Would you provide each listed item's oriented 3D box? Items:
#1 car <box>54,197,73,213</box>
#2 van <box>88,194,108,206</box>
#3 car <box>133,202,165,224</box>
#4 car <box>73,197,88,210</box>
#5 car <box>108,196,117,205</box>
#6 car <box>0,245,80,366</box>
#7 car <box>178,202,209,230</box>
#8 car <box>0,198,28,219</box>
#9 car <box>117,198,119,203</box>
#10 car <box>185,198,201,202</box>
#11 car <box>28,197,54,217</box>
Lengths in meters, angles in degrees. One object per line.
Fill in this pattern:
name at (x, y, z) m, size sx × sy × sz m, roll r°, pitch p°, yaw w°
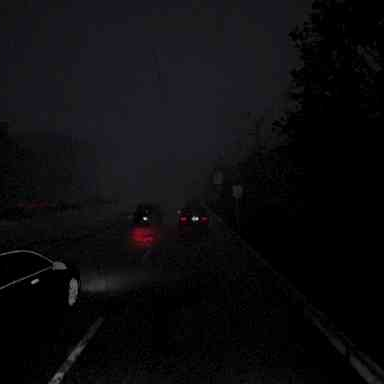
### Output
car at (-15.507, 1.378, 37.322) m, size 2.185 × 1.767 × 4.553 m, roll 0°, pitch 0°, yaw 0°
van at (-15.547, 1.301, 53.874) m, size 1.878 × 1.987 × 4.442 m, roll 0°, pitch 0°, yaw 0°
car at (-3.147, 1.536, 24.820) m, size 1.837 × 1.490 × 4.892 m, roll 0°, pitch 0°, yaw 0°
car at (-15.521, 1.551, 42.943) m, size 2.002 × 1.452 × 4.674 m, roll 0°, pitch 0°, yaw 0°
car at (-15.562, 1.565, 59.486) m, size 2.163 × 1.488 × 4.792 m, roll 0°, pitch 0°, yaw 0°
car at (-3.150, 1.511, 4.782) m, size 1.837 × 1.490 × 4.892 m, roll 0°, pitch 0°, yaw 0°
car at (0.096, 1.574, 21.385) m, size 2.033 × 1.411 × 5.357 m, roll 0°, pitch 0°, yaw 0°
car at (-15.482, 1.488, 26.246) m, size 2.231 × 1.521 × 4.892 m, roll 0°, pitch 0°, yaw 0°
car at (-15.592, 1.583, 64.982) m, size 2.002 × 1.452 × 4.674 m, roll -2°, pitch 0°, yaw 0°
car at (0.104, 1.543, 41.940) m, size 2.128 × 1.511 × 4.902 m, roll 0°, pitch 0°, yaw 0°
car at (-15.495, 1.370, 31.796) m, size 2.185 × 1.767 × 4.553 m, roll 0°, pitch 0°, yaw 0°
